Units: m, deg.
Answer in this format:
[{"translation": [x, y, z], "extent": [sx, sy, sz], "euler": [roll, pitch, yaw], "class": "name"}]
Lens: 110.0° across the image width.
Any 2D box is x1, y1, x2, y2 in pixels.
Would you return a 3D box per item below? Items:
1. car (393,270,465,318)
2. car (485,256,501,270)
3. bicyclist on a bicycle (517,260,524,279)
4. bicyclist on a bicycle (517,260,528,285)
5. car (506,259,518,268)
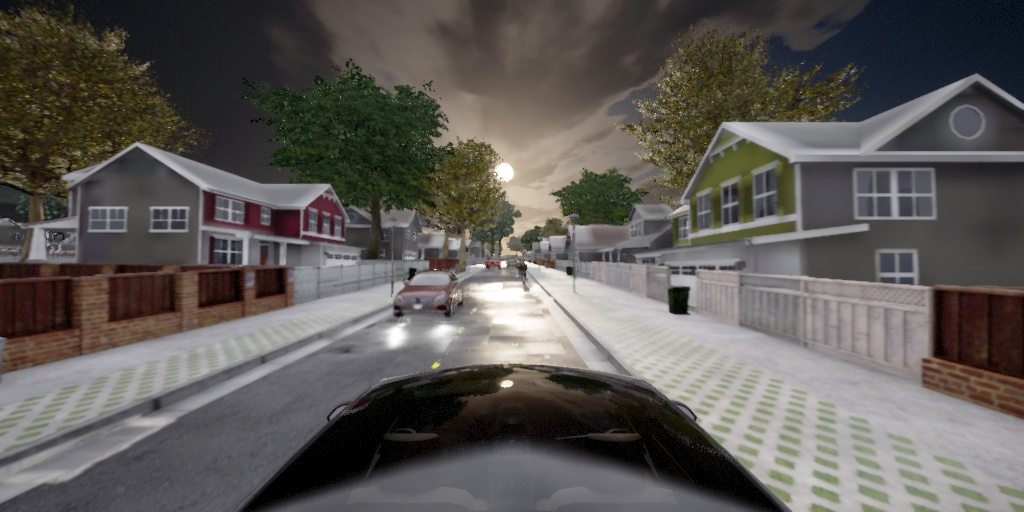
[{"translation": [-2.853, 1.269, 13.166], "extent": [1.812, 1.442, 4.674], "euler": [0, 0, 0], "class": "car"}, {"translation": [-2.830, 0.985, 54.563], "extent": [2.150, 2.045, 5.566], "euler": [0, 0, 0], "class": "car"}, {"translation": [0.749, 1.195, 32.515], "extent": [0.582, 1.620, 1.656], "euler": [0, 0, 0], "class": "bicyclist on a bicycle"}, {"translation": [0.751, 1.111, 23.346], "extent": [0.659, 1.776, 1.843], "euler": [0, 0, 0], "class": "bicyclist on a bicycle"}, {"translation": [0.031, 1.265, 59.979], "extent": [2.128, 1.511, 4.902], "euler": [0, 0, 0], "class": "car"}]
